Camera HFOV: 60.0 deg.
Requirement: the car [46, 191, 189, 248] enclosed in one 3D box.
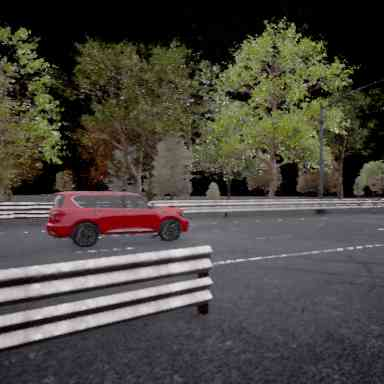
[{"bbox_3d":[-2.900,0.992,13.530,5.566,2.045,2.150,0,0,-27],"label":"car"}]
